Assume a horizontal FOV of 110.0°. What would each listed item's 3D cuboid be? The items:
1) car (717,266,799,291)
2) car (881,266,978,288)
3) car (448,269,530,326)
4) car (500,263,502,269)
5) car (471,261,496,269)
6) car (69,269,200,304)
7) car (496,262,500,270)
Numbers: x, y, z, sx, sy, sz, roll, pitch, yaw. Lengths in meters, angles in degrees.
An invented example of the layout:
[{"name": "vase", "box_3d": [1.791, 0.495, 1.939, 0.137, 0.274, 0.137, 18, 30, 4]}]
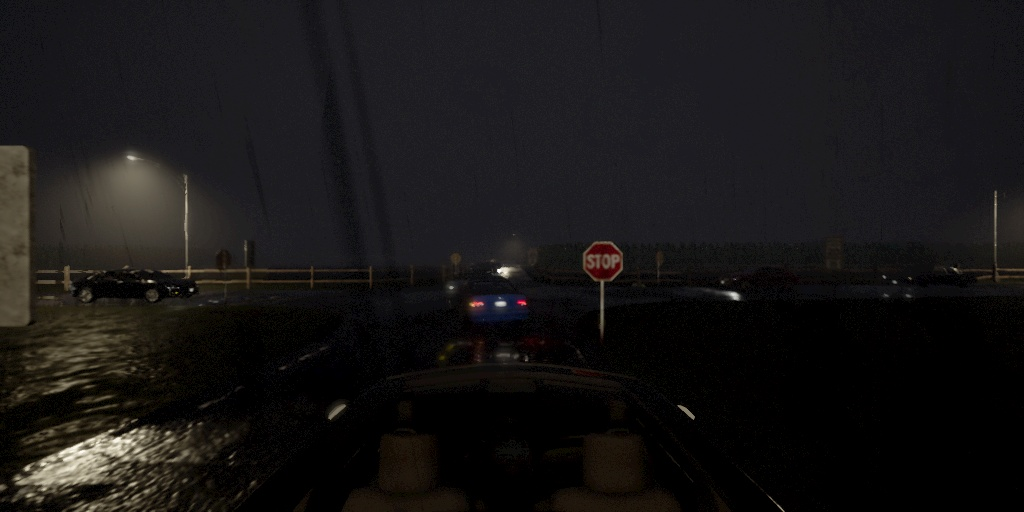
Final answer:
[{"name": "car", "box_3d": [15.145, 1.329, 22.119, 4.674, 1.442, 1.812, 0, 0, -7]}, {"name": "car", "box_3d": [27.508, 1.343, 23.643, 5.357, 1.411, 2.033, 0, 0, -8]}, {"name": "car", "box_3d": [-0.987, 1.344, 12.053, 2.033, 1.411, 5.357, 0, 0, -16]}, {"name": "car", "box_3d": [-2.785, 1.591, 61.307, 1.895, 1.301, 4.718, 0, 0, 1]}, {"name": "car", "box_3d": [-2.813, 1.368, 34.345, 1.882, 1.535, 5.008, 0, 0, -1]}, {"name": "car", "box_3d": [-17.550, 1.365, 16.838, 4.892, 1.490, 1.837, 0, 0, -2]}, {"name": "car", "box_3d": [-2.846, 1.495, 44.793, 1.994, 1.385, 4.181, 0, 0, 0]}]
